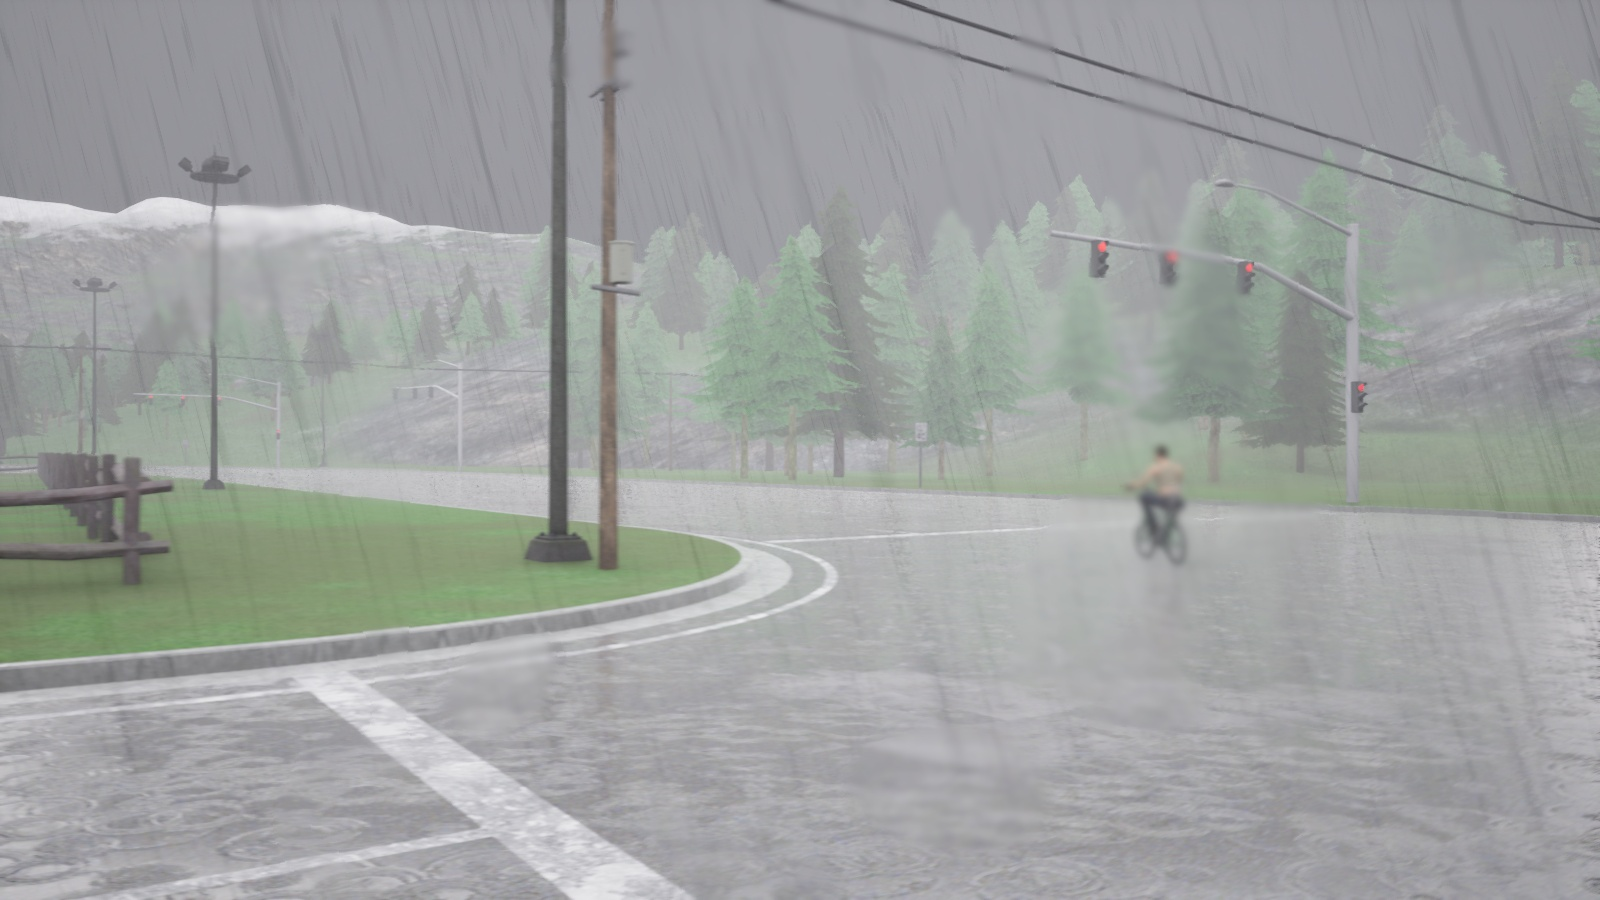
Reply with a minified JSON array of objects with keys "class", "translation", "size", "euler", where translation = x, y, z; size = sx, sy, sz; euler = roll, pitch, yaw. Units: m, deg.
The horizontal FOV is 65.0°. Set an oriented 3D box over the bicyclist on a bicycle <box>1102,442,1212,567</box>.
[{"class":"bicyclist on a bicycle","translation":[4.863,0.715,17.207],"size":[0.866,1.612,1.509],"euler":[-1,0,-9]}]
